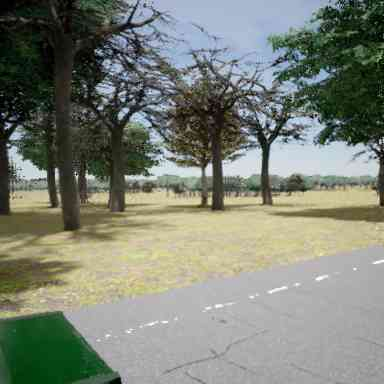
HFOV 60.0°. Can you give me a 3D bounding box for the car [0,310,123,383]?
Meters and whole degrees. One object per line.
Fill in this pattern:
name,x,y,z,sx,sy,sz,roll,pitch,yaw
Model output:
car,-2.921,1.618,1.909,4.718,1.301,1.895,-1,1,-35
